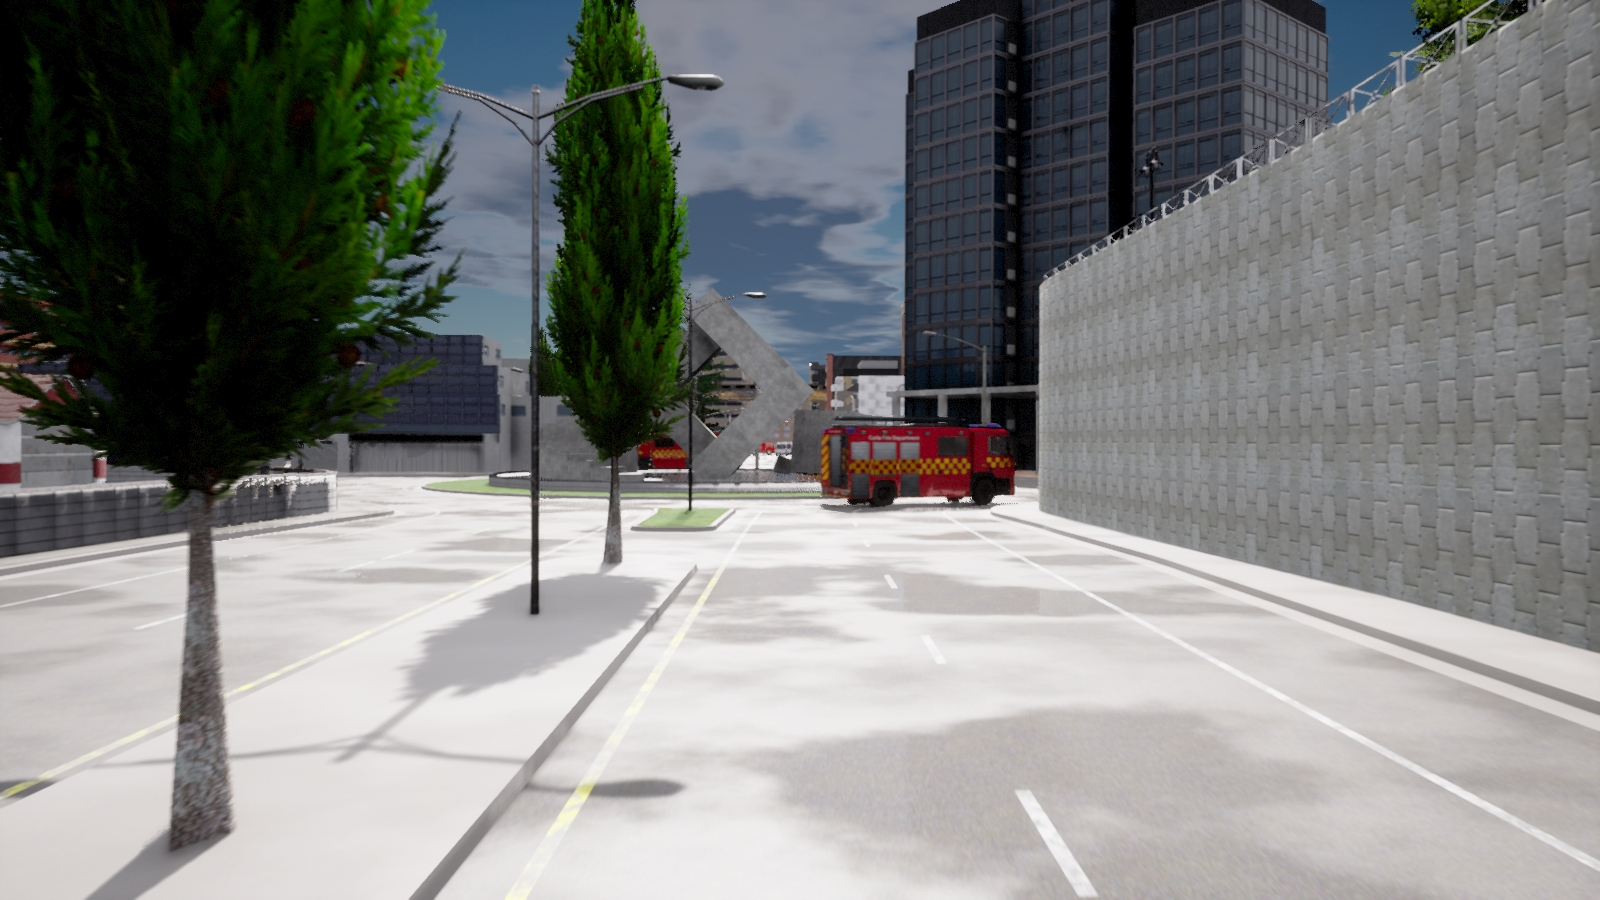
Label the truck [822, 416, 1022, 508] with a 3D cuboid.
[{"bbox_3d":[5.429,0.478,50.574,8.468,3.827,2.891,0,1,-24],"label":"truck"}]
